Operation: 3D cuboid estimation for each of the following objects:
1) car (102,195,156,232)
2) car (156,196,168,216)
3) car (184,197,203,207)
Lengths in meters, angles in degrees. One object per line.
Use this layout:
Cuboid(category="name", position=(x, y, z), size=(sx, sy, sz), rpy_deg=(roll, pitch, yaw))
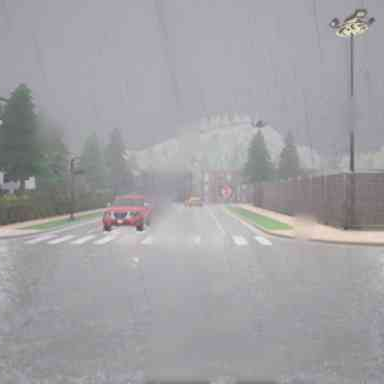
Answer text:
Cuboid(category="car", position=(-3.785, 1.216, 20.368), size=(2.150, 2.045, 5.566), rpy_deg=(0, 0, 1))
Cuboid(category="car", position=(-3.572, 1.344, 32.746), size=(2.097, 1.767, 4.553), rpy_deg=(0, 0, 1))
Cuboid(category="car", position=(0.198, 1.462, 49.735), size=(1.882, 1.535, 5.008), rpy_deg=(0, 0, -13))
